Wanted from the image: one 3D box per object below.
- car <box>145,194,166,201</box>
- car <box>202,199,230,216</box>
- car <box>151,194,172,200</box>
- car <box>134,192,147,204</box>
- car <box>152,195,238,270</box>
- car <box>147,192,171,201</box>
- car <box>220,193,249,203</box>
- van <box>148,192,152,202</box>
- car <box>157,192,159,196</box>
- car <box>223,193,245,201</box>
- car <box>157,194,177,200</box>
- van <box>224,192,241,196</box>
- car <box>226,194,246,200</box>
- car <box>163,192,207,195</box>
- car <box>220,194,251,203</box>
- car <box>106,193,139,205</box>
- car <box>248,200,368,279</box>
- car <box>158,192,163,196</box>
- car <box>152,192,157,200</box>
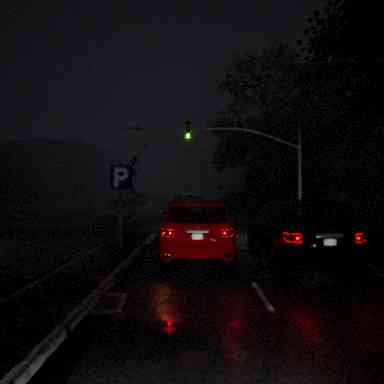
[{"bbox_3d":[-8.548,1.319,77.824,4.674,1.452,2.002,-1,0,-12],"label":"car"},{"bbox_3d":[2.185,1.441,31.892,1.994,1.385,4.181,1,1,-6],"label":"car"},{"bbox_3d":[-7.682,1.276,83.810,5.008,1.535,2.097,-1,0,-12],"label":"car"},{"bbox_3d":[-10.870,1.284,56.879,5.366,1.575,1.946,-1,0,-15],"label":"car"},{"bbox_3d":[0.161,1.236,11.174,2.150,2.045,5.566,0,0,0],"label":"car"},{"bbox_3d":[-8.101,1.026,80.830,5.566,2.045,2.435,-1,0,-12],"label":"car"},{"bbox_3d":[7.593,1.111,59.472,4.553,1.767,2.185,1,0,-14],"label":"car"},{"bbox_3d":[-10.318,1.060,62.871,4.442,1.987,1.878,-1,0,-14],"label":"van"},{"bbox_3d":[-9.724,1.324,68.839,4.674,1.452,2.002,-1,0,-13],"label":"car"},{"bbox_3d":[9.367,1.093,74.174,4.553,1.767,2.185,1,0,-12],"label":"car"},{"bbox_3d":[-6.725,1.271,89.771,5.008,1.535,2.097,-1,0,-11],"label":"car"},{"bbox_3d":[7.213,1.013,56.502,4.442,1.987,1.878,1,0,-14],"label":"van"},{"bbox_3d":[11.638,1.230,88.831,4.792,1.488,2.163,0,0,-10],"label":"car"},{"bbox_3d":[-0.710,1.084,30.144,2.150,2.045,5.566,2,1,-18],"label":"car"},{"bbox_3d":[8.126,1.232,62.466,5.366,1.575,1.946,1,0,-13],"label":"car"},{"bbox_3d":[-11.512,1.328,53.886,4.792,1.488,2.163,-1,0,-15],"label":"car"},{"bbox_3d":[3.153,1.235,10.225,2.150,2.045,5.566,0,0,0],"label":"car"},{"bbox_3d":[-9.356,1.323,71.841,4.674,1.452,2.002,-1,0,-13],"label":"car"},{"bbox_3d":[-10.094,1.287,65.843,4.892,1.521,2.231,-1,0,-14],"label":"car"}]
